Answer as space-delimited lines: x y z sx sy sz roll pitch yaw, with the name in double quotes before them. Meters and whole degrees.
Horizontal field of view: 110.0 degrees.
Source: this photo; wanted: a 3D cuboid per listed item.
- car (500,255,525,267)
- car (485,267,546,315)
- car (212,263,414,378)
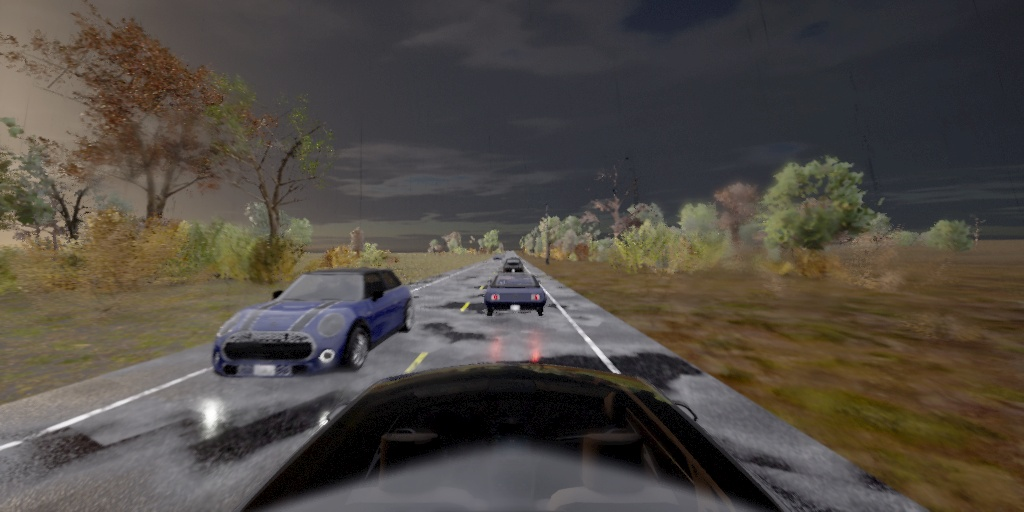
"car" 0.112 0.955 33.225 1.837 1.490 4.892 0 1 0
"car" 0.105 1.248 12.996 1.895 1.301 4.718 0 1 0
"car" -3.595 1.050 7.454 2.097 1.767 4.553 0 1 0
